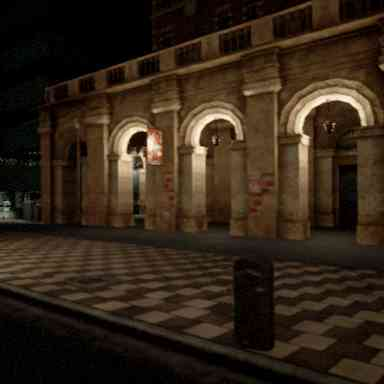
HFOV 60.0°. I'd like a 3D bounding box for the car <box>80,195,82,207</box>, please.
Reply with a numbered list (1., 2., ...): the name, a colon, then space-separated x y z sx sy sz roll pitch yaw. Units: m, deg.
1. car: -10.935 1.293 32.956 5.566 2.045 2.435 -1 0 34
